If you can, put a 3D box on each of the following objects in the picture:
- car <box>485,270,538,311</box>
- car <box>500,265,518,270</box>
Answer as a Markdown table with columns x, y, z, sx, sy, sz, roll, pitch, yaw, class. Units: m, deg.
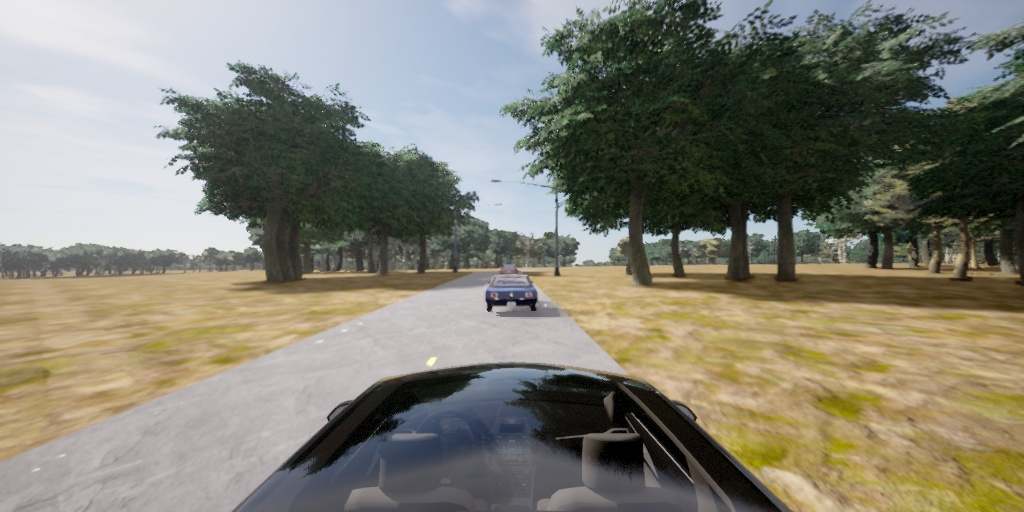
| x | y | z | sx | sy | sz | roll | pitch | yaw | class |
| --- | --- | --- | --- | --- | --- | --- | --- | --- | --- |
| -0.035 | 1.404 | 14.757 | 1.895 | 1.301 | 4.718 | 0 | 0 | -1 | car |
| -0.297 | 1.606 | 38.545 | 1.994 | 1.385 | 4.181 | 0 | -1 | -1 | car |
